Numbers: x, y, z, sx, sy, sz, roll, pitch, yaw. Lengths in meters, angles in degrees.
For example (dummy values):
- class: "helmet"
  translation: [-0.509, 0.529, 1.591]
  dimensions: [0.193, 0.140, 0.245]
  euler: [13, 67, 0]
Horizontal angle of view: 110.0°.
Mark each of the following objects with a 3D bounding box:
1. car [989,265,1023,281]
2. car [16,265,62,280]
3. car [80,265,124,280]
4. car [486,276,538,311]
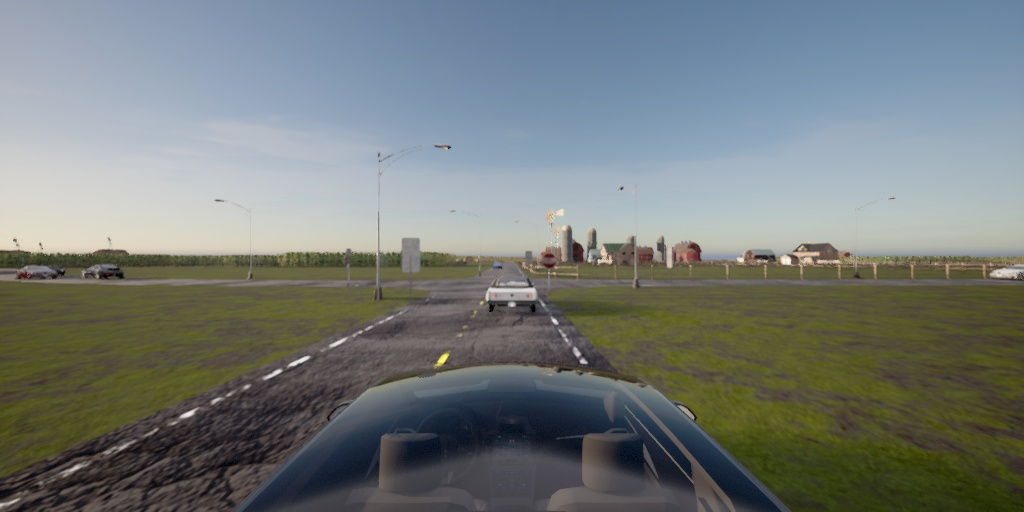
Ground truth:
- class: "car"
  translation: [46.941, 1.536, 32.901]
  dimensions: [4.674, 1.442, 1.812]
  euler: [0, 0, -1]
- class: "car"
  translation: [-49.322, 1.711, 37.219]
  dimensions: [4.674, 1.442, 1.812]
  euler: [-1, 0, 24]
- class: "car"
  translation: [-43.019, 1.665, 37.677]
  dimensions: [4.892, 1.490, 1.837]
  euler: [0, 0, 21]
- class: "car"
  translation: [0.018, 1.481, 15.087]
  dimensions: [1.895, 1.301, 4.718]
  euler: [0, -1, 1]
